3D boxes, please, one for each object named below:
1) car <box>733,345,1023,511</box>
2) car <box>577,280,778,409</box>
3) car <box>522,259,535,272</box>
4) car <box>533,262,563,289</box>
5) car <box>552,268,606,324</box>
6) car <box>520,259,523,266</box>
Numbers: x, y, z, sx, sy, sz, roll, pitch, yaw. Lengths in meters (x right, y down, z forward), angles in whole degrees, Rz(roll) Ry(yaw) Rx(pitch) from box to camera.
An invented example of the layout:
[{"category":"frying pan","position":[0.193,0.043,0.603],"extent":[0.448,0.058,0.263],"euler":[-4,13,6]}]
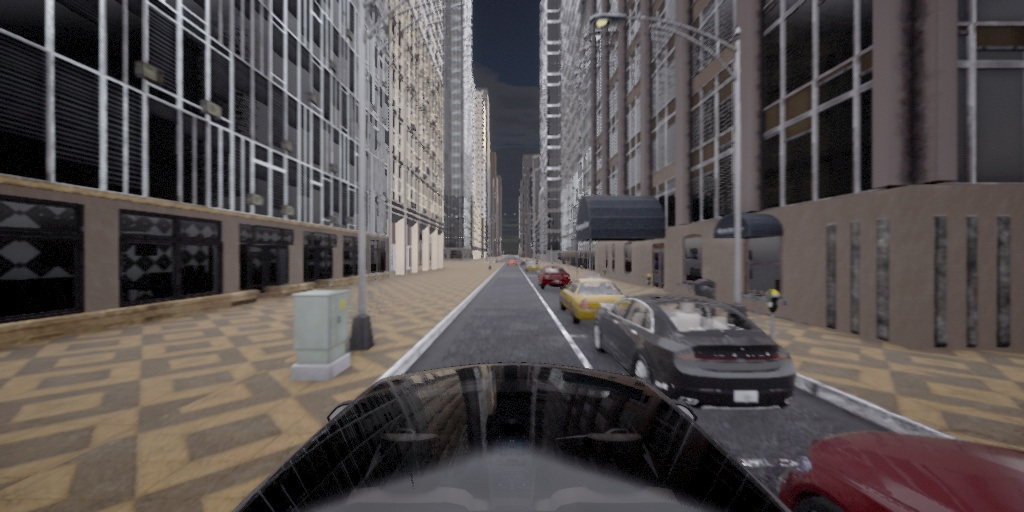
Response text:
[{"category":"car","position":[2.565,1.332,0.564],"extent":[1.802,1.307,4.207],"euler":[0,0,0]},{"category":"car","position":[2.567,1.300,6.115],"extent":[2.007,1.370,4.403],"euler":[0,0,0]},{"category":"car","position":[2.582,1.272,45.144],"extent":[1.751,1.417,4.829],"euler":[0,0,0]},{"category":"car","position":[2.573,1.295,22.769],"extent":[1.888,1.381,4.507],"euler":[0,0,0]},{"category":"car","position":[2.569,1.275,11.836],"extent":[1.751,1.417,4.829],"euler":[0,0,0]},{"category":"car","position":[2.584,1.295,50.526],"extent":[2.007,1.370,4.403],"euler":[0,0,0]}]
